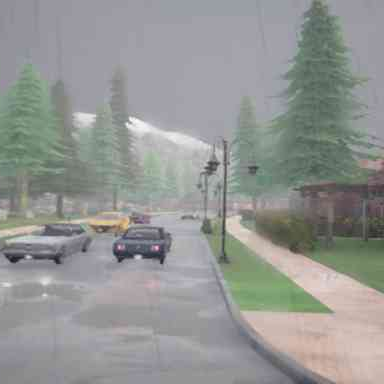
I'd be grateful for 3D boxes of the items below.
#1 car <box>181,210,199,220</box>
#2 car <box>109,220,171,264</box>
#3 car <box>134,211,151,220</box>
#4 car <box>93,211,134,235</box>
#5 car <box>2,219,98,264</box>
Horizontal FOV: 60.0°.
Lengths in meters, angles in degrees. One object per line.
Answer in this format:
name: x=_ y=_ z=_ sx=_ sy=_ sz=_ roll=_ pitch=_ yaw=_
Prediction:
car: x=-0.194 y=3.148 z=45.963 sx=1.895 sy=1.301 sz=4.718 roll=2 pitch=-2 yaw=10
car: x=-1.909 y=2.095 z=14.090 sx=1.895 sy=1.301 sz=4.718 roll=2 pitch=-2 yaw=0
car: x=-5.371 y=2.571 z=32.869 sx=1.895 sy=1.301 sz=4.718 roll=2 pitch=-2 yaw=3
car: x=-5.583 y=2.127 z=22.836 sx=1.882 sy=1.535 sz=5.008 roll=2 pitch=-2 yaw=0
car: x=-5.549 y=1.958 z=13.450 sx=1.895 sy=1.301 sz=4.718 roll=2 pitch=-2 yaw=0
